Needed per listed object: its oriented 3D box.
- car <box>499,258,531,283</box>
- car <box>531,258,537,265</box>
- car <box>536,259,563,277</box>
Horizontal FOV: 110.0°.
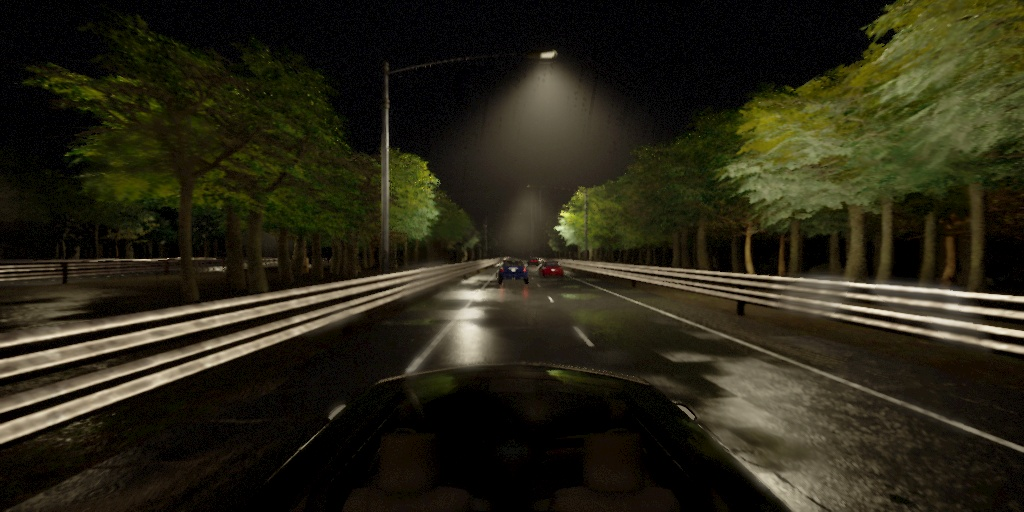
[{"bbox_3d":[0.097,1.013,26.970,2.097,1.767,4.553,0,0,0],"label":"car"},{"bbox_3d":[3.591,1.078,60.939,1.837,1.490,4.892,0,-1,0],"label":"car"},{"bbox_3d":[3.594,1.206,33.548,1.994,1.385,4.181,0,0,0],"label":"car"}]
